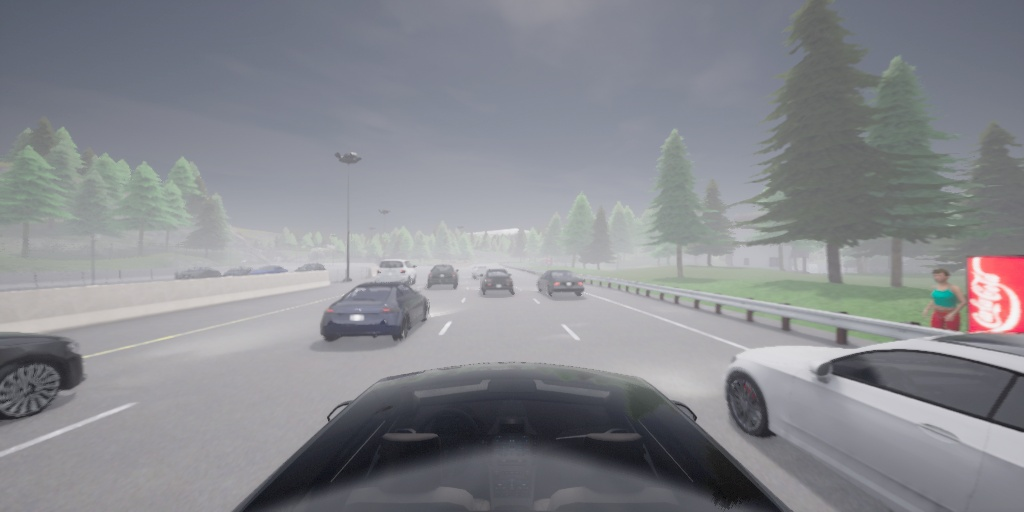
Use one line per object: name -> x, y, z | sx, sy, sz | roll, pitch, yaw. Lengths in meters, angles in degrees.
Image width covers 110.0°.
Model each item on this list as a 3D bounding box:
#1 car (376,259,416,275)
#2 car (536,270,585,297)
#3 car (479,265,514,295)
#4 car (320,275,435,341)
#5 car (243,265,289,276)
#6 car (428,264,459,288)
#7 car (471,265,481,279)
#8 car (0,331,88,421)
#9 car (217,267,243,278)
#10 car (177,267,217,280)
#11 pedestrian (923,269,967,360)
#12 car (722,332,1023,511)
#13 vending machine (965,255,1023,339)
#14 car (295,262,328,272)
car -> -8.583, 1.280, 26.915 | 2.150, 2.045, 5.566 | 0, -1, -7
car -> 2.669, 1.499, 20.776 | 2.033, 1.411, 5.357 | 0, -1, -5
car -> -0.948, 1.503, 21.931 | 1.812, 1.442, 4.674 | 0, -1, -6
car -> -3.675, 1.422, 10.312 | 1.994, 1.385, 4.181 | 0, -1, -2
car -> -24.233, 1.688, 35.915 | 1.882, 1.535, 5.008 | 0, -1, -10
car -> -5.062, 1.397, 26.839 | 2.097, 1.767, 4.553 | 0, -1, -7
car -> -3.365, 1.701, 39.123 | 1.812, 1.442, 4.674 | 0, -1, -10
car -> -6.972, 1.280, 3.040 | 2.128, 1.511, 4.902 | 0, -1, 0
car -> -28.023, 1.804, 37.324 | 1.994, 1.385, 4.181 | 0, -1, -11
car -> -31.369, 1.803, 36.144 | 1.994, 1.385, 4.181 | 0, -1, -10
pedestrian -> 7.877, 1.070, 6.527 | 0.375, 1.860, 0.375 | 0, -1, -1
car -> 3.512, 1.272, 2.500 | 1.812, 1.442, 4.674 | 0, -1, 0
vending machine -> 8.477, 0.962, 5.816 | 1.100, 2.100, 0.880 | 0, 0, -1
car -> -20.950, 1.568, 37.464 | 2.097, 1.767, 4.553 | 0, -1, -10
